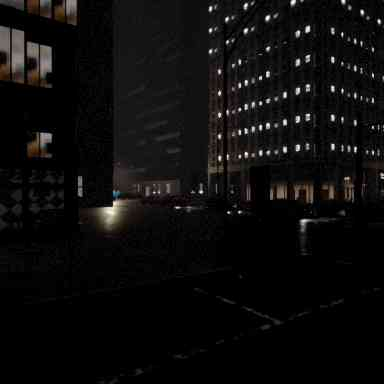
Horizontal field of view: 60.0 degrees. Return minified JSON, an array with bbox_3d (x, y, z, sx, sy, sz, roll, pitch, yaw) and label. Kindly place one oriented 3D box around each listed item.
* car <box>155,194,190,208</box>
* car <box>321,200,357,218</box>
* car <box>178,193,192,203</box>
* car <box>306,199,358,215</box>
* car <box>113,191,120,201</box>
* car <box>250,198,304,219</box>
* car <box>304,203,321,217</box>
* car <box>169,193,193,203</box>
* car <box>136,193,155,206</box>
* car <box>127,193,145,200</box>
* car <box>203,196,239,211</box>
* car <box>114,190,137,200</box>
[{"bbox_3d":[-2.477,1.211,40.515,1.802,1.307,4.206,1,0,-33],"label":"car"},{"bbox_3d":[11.991,1.388,28.083,1.994,1.385,4.181,0,1,-33],"label":"car"},{"bbox_3d":[-2.444,1.058,45.176,1.882,1.535,5.008,0,1,-34],"label":"car"},{"bbox_3d":[13.037,1.377,31.249,1.802,1.307,4.206,1,0,-32],"label":"car"},{"bbox_3d":[-14.969,0.919,58.893,1.887,1.381,4.507,1,0,-35],"label":"car"},{"bbox_3d":[6.417,1.399,26.558,1.802,1.307,4.206,1,0,-32],"label":"car"},{"bbox_3d":[8.182,1.309,28.499,1.837,1.490,4.892,0,1,-32],"label":"car"},{"bbox_3d":[-1.855,0.926,54.351,1.967,1.590,4.097,1,0,-35],"label":"car"},{"bbox_3d":[-5.425,1.094,45.011,1.752,1.417,4.829,1,0,-33],"label":"car"},{"bbox_3d":[-11.498,0.864,67.799,1.947,1.339,4.313,1,0,-36],"label":"car"},{"bbox_3d":[3.164,1.189,36.463,2.128,1.511,4.902,0,1,-32],"label":"car"},{"bbox_3d":[-13.275,0.786,65.980,1.882,1.535,5.008,0,1,-36],"label":"car"}]
